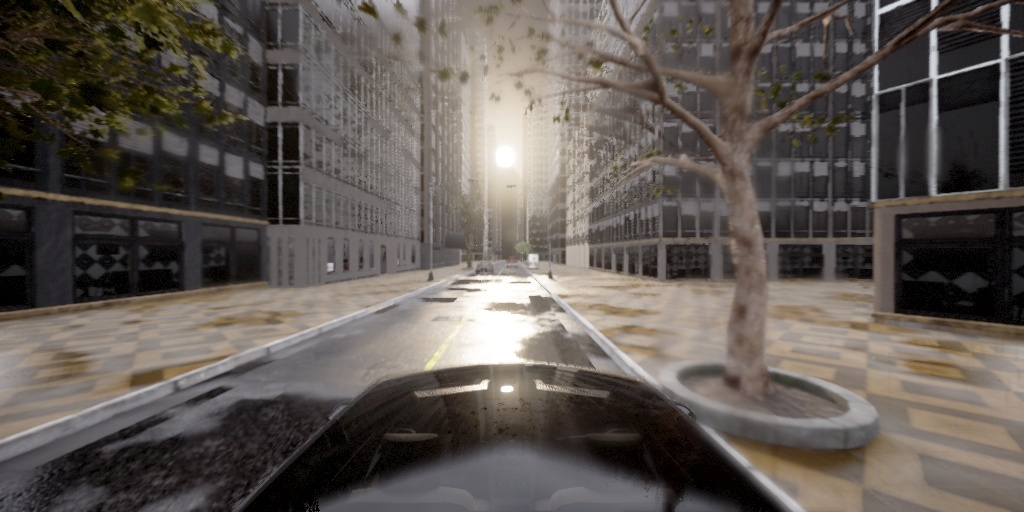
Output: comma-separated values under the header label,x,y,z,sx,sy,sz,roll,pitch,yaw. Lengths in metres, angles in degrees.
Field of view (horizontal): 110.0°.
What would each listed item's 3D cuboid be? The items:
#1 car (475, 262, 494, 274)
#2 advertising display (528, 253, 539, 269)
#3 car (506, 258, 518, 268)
label,x,y,z,sx,sy,sz,roll,pitch,yaw
car,-3.081,1.373,41.539,1.994,1.385,4.181,0,0,0
advertising display,3.127,0.857,52.272,1.540,2.440,0.280,0,0,0
car,-0.009,1.457,61.632,1.895,1.301,4.718,0,0,0
